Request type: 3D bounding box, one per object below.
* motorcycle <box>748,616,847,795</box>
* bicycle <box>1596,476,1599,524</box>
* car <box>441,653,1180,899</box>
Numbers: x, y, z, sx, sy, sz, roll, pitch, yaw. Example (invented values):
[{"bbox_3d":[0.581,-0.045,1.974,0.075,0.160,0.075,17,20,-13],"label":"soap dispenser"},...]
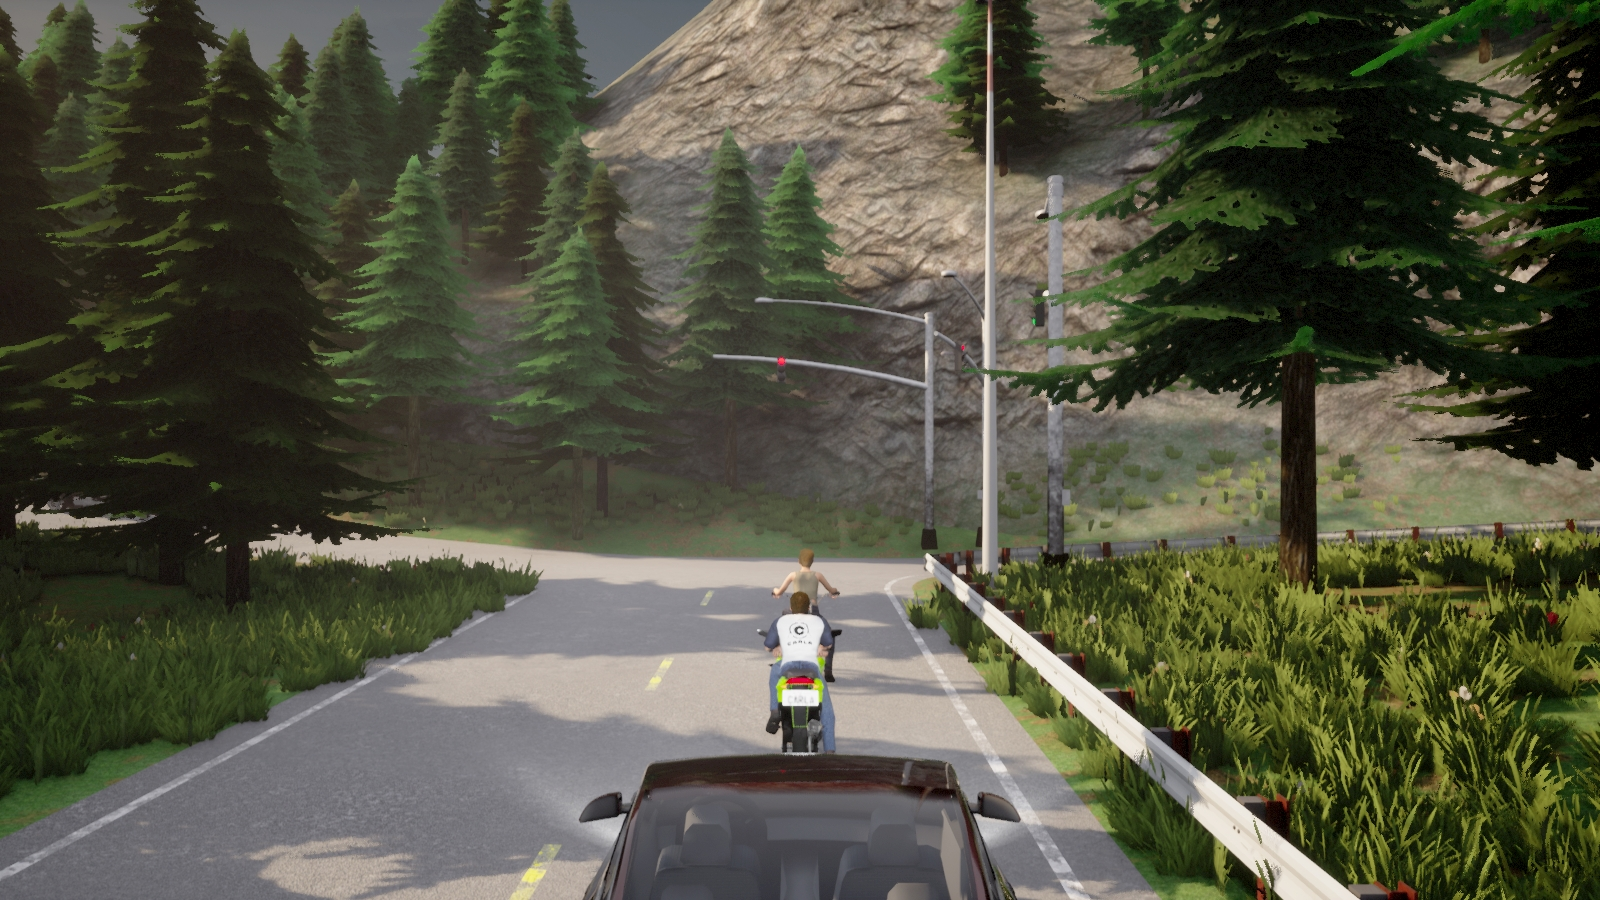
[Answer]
[{"bbox_3d":[-0.020,2.211,10.238,0.803,1.145,2.033,0,0,0],"label":"motorcycle"},{"bbox_3d":[21.727,1.351,29.474,1.835,1.471,0.329,-5,-2,26],"label":"bicycle"},{"bbox_3d":[0.029,2.062,5.012,2.163,1.488,4.792,0,0,0],"label":"car"}]
